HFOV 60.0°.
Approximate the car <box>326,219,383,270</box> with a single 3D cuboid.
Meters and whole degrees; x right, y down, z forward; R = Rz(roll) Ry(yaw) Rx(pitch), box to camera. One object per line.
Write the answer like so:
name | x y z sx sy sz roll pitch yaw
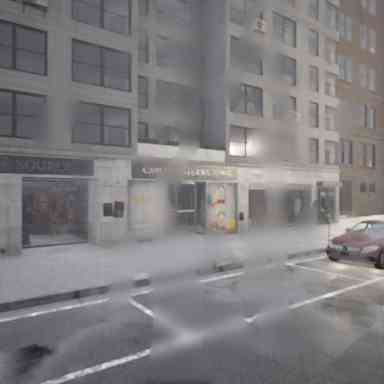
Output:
car | 6.170 1.580 10.974 4.206 1.307 1.802 0 0 -36
